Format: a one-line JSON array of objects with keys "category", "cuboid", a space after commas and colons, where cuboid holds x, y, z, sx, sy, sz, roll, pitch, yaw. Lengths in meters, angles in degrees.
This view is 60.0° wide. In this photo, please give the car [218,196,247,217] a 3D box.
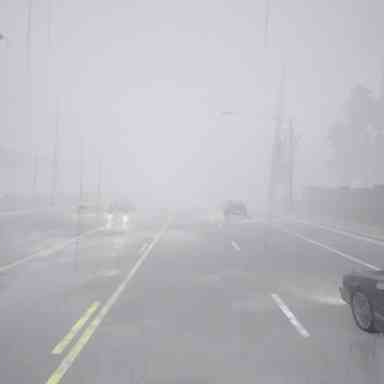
[{"category": "car", "cuboid": [3.598, 1.347, 28.602, 1.812, 1.442, 4.674, 0, 1, 0]}]

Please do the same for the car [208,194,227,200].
[{"category": "car", "cuboid": [6.227, 1.072, 73.144, 1.895, 1.301, 4.718, -1, 0, 40]}]

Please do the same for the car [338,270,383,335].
[{"category": "car", "cuboid": [3.581, 1.530, 3.638, 2.033, 1.411, 5.357, 0, 0, 0]}]

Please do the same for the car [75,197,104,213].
[{"category": "car", "cuboid": [-10.471, 1.259, 34.592, 1.882, 1.535, 5.008, 0, 0, 2]}]

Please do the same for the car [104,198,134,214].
[{"category": "car", "cuboid": [-7.010, 1.317, 33.142, 1.812, 1.442, 4.674, 0, 0, 1]}]

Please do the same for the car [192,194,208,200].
[{"category": "car", "cuboid": [2.023, 1.122, 73.447, 1.895, 1.301, 4.718, -1, 0, 37]}]

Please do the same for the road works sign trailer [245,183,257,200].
[{"category": "road works sign trailer", "cuboid": [12.831, -0.136, 70.478, 2.880, 3.560, 2.380, -1, 0, -43]}]
